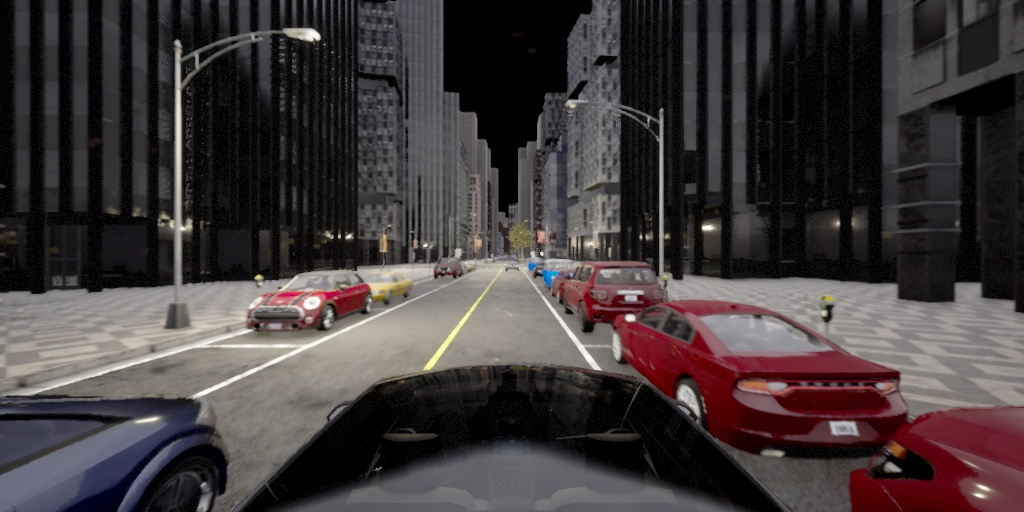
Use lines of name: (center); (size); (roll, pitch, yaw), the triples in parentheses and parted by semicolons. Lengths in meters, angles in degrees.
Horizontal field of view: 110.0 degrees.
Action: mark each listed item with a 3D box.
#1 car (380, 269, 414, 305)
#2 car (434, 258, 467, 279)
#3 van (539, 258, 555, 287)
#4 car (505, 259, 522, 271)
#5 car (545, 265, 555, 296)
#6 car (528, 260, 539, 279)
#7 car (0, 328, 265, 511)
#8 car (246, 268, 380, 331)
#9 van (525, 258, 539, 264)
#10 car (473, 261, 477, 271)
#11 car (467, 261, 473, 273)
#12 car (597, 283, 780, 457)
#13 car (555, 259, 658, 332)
car: (-5.757, 1.276, 16.066); (1.751, 1.417, 4.829); (0, 0, 0)
car: (-5.748, 1.068, 32.776); (2.192, 1.841, 5.009); (0, 0, 0)
van: (2.771, 1.092, 21.750); (1.690, 1.789, 3.998); (0, 0, 0)
car: (0.054, 1.357, 48.003); (1.895, 1.301, 4.718); (0, 0, 1)
car: (2.768, 1.296, 16.237); (1.888, 1.381, 4.507); (0, 0, 0)
car: (2.777, 1.319, 32.775); (1.948, 1.339, 4.313); (0, 0, 0)
car: (-3.092, 1.314, 0.917); (1.994, 1.385, 4.181); (0, 0, 0)
car: (-5.759, 1.190, 10.723); (1.967, 1.591, 4.097); (0, 0, 0)
van: (2.783, 1.095, 43.800); (1.690, 1.789, 3.998); (0, 0, 0)
car: (-5.743, 1.280, 43.632); (1.751, 1.417, 4.829); (0, 0, 0)
car: (-5.745, 1.304, 38.289); (2.007, 1.370, 4.403); (0, 0, 0)
car: (2.763, 1.295, 5.212); (1.888, 1.381, 4.507); (0, 0, 0)
car: (2.766, 1.065, 10.724); (2.192, 1.841, 5.009); (0, 0, 0)
